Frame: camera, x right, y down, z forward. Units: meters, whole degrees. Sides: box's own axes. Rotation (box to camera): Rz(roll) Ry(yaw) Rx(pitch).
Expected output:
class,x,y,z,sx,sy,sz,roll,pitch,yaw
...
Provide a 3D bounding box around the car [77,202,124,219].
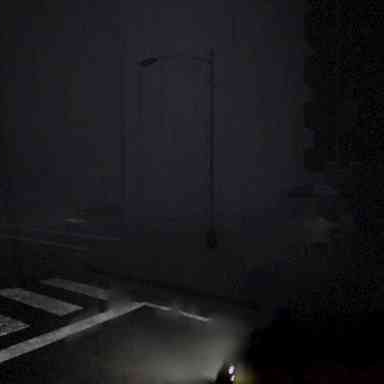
class,x,y,z,sx,sy,sz,roll,pitch,yaw
car,-8.000,1.609,29.370,1.994,1.385,4.181,0,0,36

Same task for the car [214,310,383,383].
class,x,y,z,sx,sy,sz,roll,pitch,yaw
car,2.209,1.564,2.392,4.181,1.385,1.994,0,0,36
